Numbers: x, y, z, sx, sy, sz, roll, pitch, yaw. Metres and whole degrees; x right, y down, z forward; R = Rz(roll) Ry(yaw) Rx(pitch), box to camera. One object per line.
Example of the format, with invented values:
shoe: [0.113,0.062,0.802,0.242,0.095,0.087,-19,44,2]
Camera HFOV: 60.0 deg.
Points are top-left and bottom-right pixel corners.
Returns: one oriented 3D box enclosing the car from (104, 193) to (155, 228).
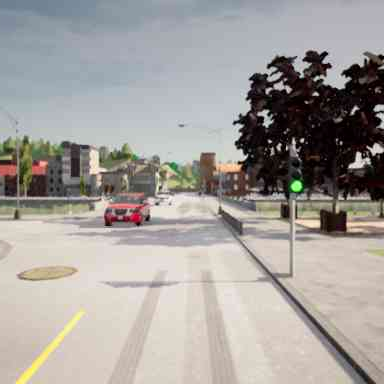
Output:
car: [-4.004,1.074,21.506,2.150,2.045,5.566,0,1,1]

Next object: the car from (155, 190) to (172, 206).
car: [-4.020,0.807,47.174,2.150,2.045,5.566,0,0,0]
